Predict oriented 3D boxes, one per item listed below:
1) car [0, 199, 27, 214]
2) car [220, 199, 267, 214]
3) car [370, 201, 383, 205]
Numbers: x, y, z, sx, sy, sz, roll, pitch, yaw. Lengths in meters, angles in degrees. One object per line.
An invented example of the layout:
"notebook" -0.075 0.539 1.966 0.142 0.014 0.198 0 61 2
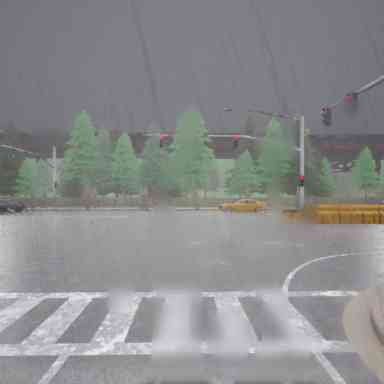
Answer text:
"car" -19.822 1.506 34.489 4.892 1.490 1.837 0 0 -2
"car" 5.436 1.477 35.257 5.008 1.535 1.882 0 0 -2
"car" 21.604 1.492 35.747 4.902 1.511 2.128 0 0 -2
